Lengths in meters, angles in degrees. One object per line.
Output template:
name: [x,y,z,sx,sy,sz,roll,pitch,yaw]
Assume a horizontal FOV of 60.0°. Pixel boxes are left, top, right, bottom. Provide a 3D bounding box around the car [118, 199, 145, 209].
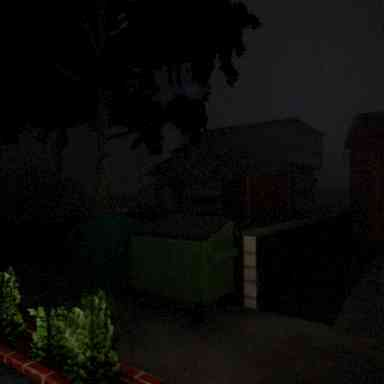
car: [-9.899,1.953,54.735,1.837,1.490,4.892,-1,-1,36]
